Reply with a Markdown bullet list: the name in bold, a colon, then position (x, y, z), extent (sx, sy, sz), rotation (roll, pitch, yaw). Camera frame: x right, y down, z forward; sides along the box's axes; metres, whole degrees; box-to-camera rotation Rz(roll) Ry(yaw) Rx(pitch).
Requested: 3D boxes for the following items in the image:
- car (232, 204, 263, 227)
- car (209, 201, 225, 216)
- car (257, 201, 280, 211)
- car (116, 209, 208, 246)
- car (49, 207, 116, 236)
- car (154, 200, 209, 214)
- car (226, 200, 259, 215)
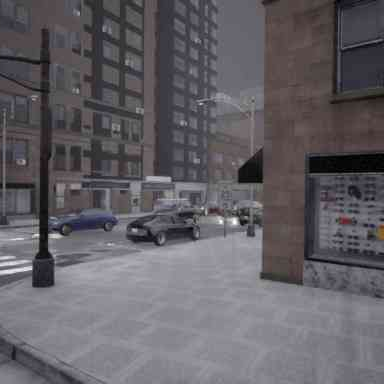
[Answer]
- **car**: position (5.118, 1.850, 25.358), extent (1.947, 1.339, 4.313), rotation (0, 0, 36)
- **car**: position (1.431, 1.645, 34.807), extent (1.967, 1.590, 4.097), rotation (0, 0, 36)
- **car**: position (11.089, 1.930, 48.171), extent (1.802, 1.307, 4.206), rotation (0, 0, 36)
- **car**: position (-1.323, 1.764, 16.449), extent (1.947, 1.339, 4.313), rotation (0, 0, 36)
- **car**: position (-6.458, 1.634, 19.499), extent (1.812, 1.442, 4.674), rotation (1, 0, 38)
- **car**: position (-1.085, 1.671, 26.933), extent (2.128, 1.511, 4.902), rotation (1, 0, 36)
- **car**: position (4.786, 1.612, 35.036), extent (2.097, 1.767, 4.553), rotation (1, 0, 36)
